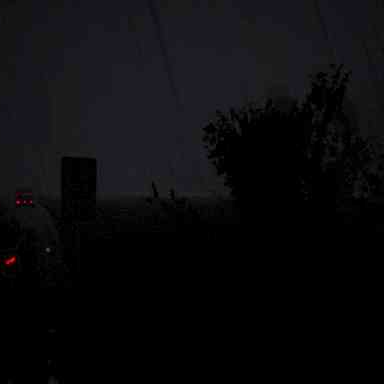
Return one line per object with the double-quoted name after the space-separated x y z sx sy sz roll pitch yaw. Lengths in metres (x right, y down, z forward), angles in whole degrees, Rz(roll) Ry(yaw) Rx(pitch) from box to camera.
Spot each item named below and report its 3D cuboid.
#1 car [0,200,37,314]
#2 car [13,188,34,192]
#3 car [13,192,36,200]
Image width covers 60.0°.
-4.490 1.220 7.000 2.097 1.767 4.553 0 1 -24 "car"
-21.938 0.494 43.398 2.150 2.045 5.566 0 1 -28 "car"
-17.141 0.967 34.167 2.033 1.411 5.357 0 1 -26 "car"
